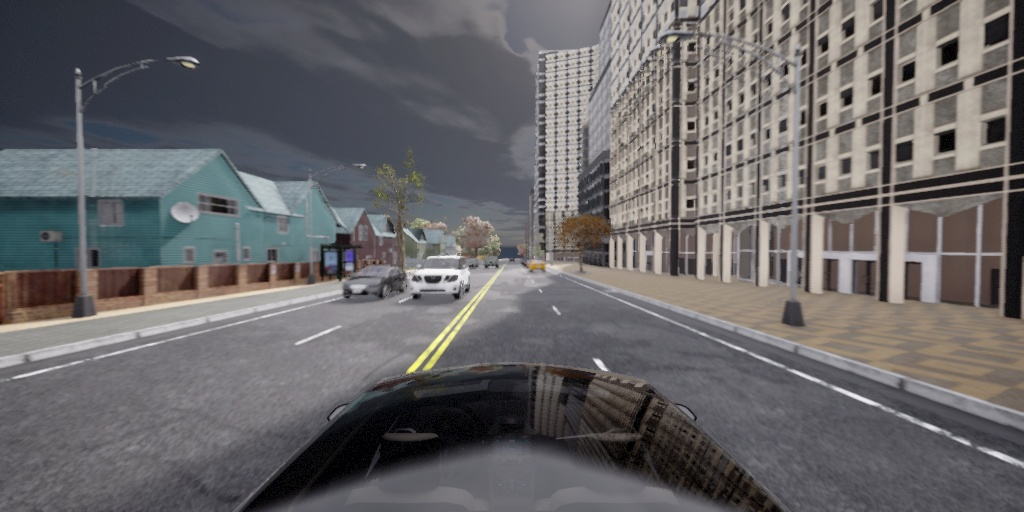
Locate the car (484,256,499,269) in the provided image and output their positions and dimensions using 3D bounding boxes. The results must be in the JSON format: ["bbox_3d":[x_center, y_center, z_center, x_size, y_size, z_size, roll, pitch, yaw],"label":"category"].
[{"bbox_3d":[-3.262,1.020,58.593,2.150,2.045,5.566,0,0,1],"label":"car"}]

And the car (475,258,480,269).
[{"bbox_3d":[-6.513,1.133,58.824,2.097,1.767,4.553,0,0,1],"label":"car"}]

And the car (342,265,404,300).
[{"bbox_3d":[-6.590,1.237,17.736,2.128,1.511,4.902,0,0,0],"label":"car"}]

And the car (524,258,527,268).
[{"bbox_3d":[3.263,1.230,57.277,1.801,1.575,5.366,0,0,0],"label":"car"}]

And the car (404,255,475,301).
[{"bbox_3d":[-3.342,0.969,17.826,2.150,2.045,5.566,0,0,0],"label":"car"}]

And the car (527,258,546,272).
[{"bbox_3d":[3.260,1.240,46.084,1.882,1.535,5.008,0,0,0],"label":"car"}]
